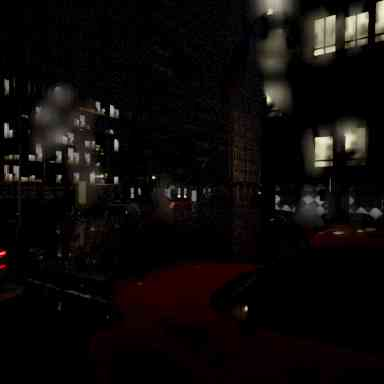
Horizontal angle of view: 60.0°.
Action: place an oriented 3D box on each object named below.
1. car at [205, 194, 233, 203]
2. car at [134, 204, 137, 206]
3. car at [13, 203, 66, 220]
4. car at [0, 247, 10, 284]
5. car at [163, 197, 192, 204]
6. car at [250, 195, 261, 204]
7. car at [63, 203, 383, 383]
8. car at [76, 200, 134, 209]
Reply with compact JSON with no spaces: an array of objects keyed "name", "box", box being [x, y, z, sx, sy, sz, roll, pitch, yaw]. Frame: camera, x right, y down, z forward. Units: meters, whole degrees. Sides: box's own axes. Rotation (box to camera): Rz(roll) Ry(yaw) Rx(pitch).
[{"name":"car","box":[4.321,1.406,51.689,2.150,2.045,5.566,1,0,37]},{"name":"car","box":[-7.788,1.619,35.462,1.812,1.442,4.674,1,0,37]},{"name":"car","box":[-12.930,1.617,28.526,1.994,1.385,4.181,1,0,37]},{"name":"car","box":[-6.238,1.522,8.109,4.674,1.442,1.812,0,0,35]},{"name":"car","box":[-1.913,1.490,43.357,2.097,1.767,4.553,1,0,37]},{"name":"car","box":[11.910,1.470,56.619,2.150,2.045,5.566,1,0,37]},{"name":"car","box":[1.668,1.221,2.496,5.566,2.045,2.150,0,0,35]},{"name":"car","box":[-8.020,1.590,29.786,2.128,1.511,4.902,1,0,37]}]
